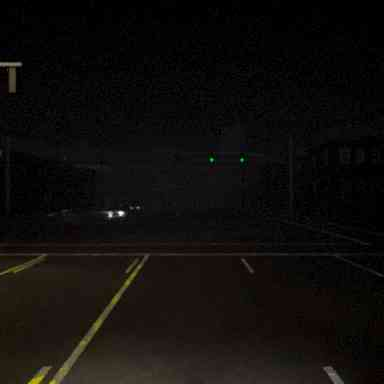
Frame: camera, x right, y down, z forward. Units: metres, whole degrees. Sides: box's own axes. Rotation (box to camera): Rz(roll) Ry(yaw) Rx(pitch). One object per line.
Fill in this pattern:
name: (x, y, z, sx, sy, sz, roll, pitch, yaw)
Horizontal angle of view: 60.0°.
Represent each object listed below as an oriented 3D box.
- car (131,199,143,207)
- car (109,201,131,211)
car: (-10.538, 2.043, 63.422, 2.033, 1.411, 5.357, 0, 0, 0)
car: (-10.594, 1.973, 48.114, 1.895, 1.301, 4.718, 0, 0, 1)
